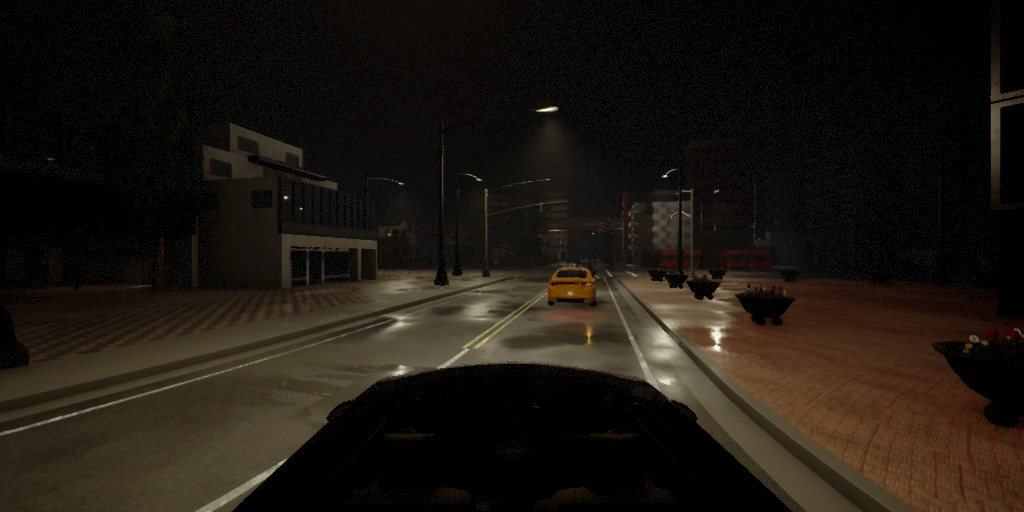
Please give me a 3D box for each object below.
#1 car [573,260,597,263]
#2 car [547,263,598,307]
[{"bbox_3d":[6.090,1.321,30.356,1.994,1.385,4.181,0,0,13],"label":"car"},{"bbox_3d":[2.725,1.234,15.739,1.882,1.535,5.008,0,0,13],"label":"car"}]
